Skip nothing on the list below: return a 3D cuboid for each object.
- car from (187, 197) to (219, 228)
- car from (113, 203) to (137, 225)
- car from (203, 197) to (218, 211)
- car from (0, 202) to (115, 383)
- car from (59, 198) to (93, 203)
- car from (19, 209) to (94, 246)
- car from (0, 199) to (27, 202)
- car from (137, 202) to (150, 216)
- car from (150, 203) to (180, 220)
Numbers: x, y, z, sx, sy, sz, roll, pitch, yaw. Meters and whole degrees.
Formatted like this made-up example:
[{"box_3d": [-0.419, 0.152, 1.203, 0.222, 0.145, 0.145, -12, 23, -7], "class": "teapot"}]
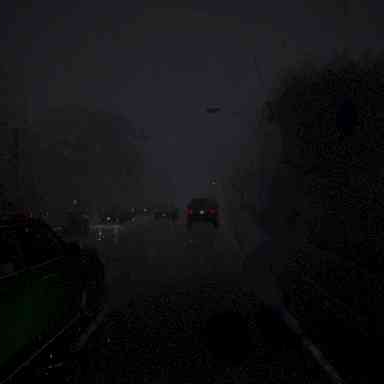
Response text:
[{"box_3d": [0.828, 1.492, 24.915, 2.150, 2.045, 5.566, 0, -1, 3], "class": "car"}, {"box_3d": [-6.190, 1.858, 27.169, 1.994, 1.385, 4.181, 0, -1, 4], "class": "car"}, {"box_3d": [2.881, 1.765, 50.628, 2.150, 2.045, 5.566, 0, -1, 6], "class": "car"}, {"box_3d": [-2.874, 1.268, 4.155, 2.150, 2.045, 5.566, 1, -1, 3], "class": "car"}, {"box_3d": [-9.696, 1.514, 27.071, 2.150, 2.045, 5.566, 0, -1, 4], "class": "car"}, {"box_3d": [-6.710, 1.711, 17.103, 1.812, 1.442, 4.674, 0, -1, 2], "class": "car"}, {"box_3d": [-10.231, 1.402, 16.722, 2.150, 2.045, 5.566, 0, -1, 2], "class": "car"}, {"box_3d": [-5.481, 1.884, 37.523, 1.882, 1.535, 5.008, 0, -1, 4], "class": "car"}, {"box_3d": [-2.275, 1.833, 31.472, 2.128, 1.511, 4.902, 0, -1, 4], "class": "car"}]
